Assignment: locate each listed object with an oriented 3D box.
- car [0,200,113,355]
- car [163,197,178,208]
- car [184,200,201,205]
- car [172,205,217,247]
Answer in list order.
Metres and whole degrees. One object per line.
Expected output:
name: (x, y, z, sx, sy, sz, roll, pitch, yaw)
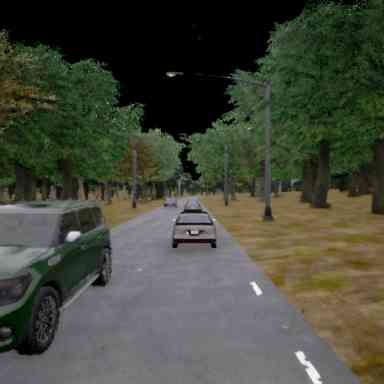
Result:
car: (-3.102, 1.223, 6.447, 2.150, 2.045, 5.566, 0, 0, 0)
car: (-3.090, 1.570, 48.711, 1.837, 1.490, 4.892, 0, 0, 0)
car: (0.089, 1.603, 36.278, 1.994, 1.385, 4.181, 0, 0, 0)
car: (0.096, 1.553, 14.997, 2.033, 1.411, 5.357, 0, 0, 0)
